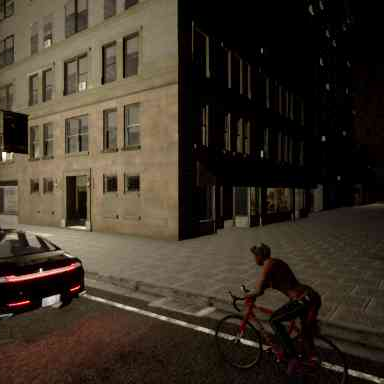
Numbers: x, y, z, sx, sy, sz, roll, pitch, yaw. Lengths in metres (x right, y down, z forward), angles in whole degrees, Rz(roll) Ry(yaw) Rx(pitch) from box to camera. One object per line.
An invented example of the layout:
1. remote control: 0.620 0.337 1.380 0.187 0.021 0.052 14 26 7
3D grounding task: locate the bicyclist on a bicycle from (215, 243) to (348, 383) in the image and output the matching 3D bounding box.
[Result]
1. bicyclist on a bicycle: 0.972 1.453 3.970 1.656 1.620 0.582 0 0 36

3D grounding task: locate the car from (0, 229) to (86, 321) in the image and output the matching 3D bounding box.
1. car: -4.180 1.494 6.664 4.902 1.511 2.128 0 0 36
